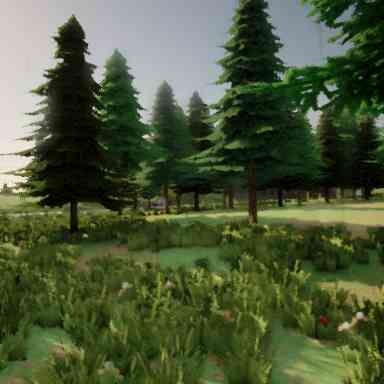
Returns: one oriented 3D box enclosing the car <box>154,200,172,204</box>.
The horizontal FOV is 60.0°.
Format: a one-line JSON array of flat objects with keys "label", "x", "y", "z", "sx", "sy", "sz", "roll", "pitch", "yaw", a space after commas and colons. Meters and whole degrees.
[{"label": "car", "x": -5.413, "y": 2.072, "z": 61.033, "sx": 1.994, "sy": 1.385, "sz": 4.181, "roll": -1, "pitch": 0, "yaw": 35}]
